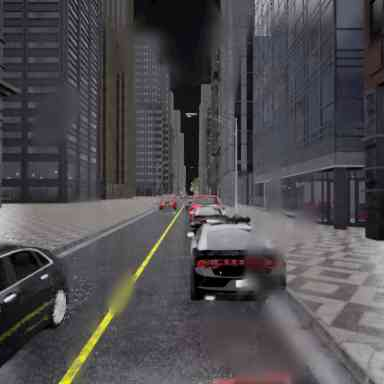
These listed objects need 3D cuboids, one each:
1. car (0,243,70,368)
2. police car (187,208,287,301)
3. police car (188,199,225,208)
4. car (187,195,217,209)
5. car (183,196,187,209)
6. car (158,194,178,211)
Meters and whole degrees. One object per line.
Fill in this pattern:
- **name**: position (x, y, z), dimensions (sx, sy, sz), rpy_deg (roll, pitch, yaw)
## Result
- **car**: position (-3.097, 1.507, 4.132), dimensions (1.837, 1.490, 4.892), rpy_deg (0, 0, 0)
- **police car**: position (0.908, 1.433, 8.508), dimensions (1.930, 1.638, 5.238), rpy_deg (0, 0, 0)
- **police car**: position (0.920, 1.448, 18.510), dimensions (1.930, 1.638, 5.238), rpy_deg (0, 0, 0)
- **car**: position (0.927, 1.260, 24.432), dimensions (2.150, 2.045, 5.566), rpy_deg (0, 0, 0)
- **car**: position (0.078, 1.633, 46.879), dimensions (2.033, 1.411, 5.357), rpy_deg (0, 0, 1)
- **car**: position (-3.050, 1.299, 43.078), dimensions (2.150, 2.045, 5.566), rpy_deg (0, 0, 0)
